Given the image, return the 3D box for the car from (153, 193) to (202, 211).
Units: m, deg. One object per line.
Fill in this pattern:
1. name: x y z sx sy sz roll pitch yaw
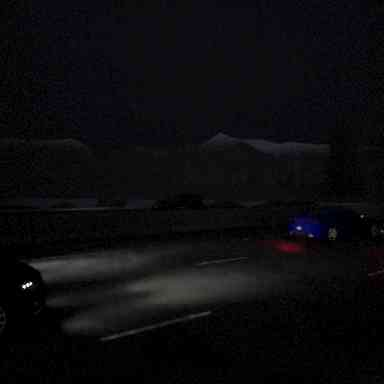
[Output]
1. car: -1.336 1.166 35.702 5.566 2.045 2.150 0 0 -28

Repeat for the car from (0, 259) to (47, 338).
1. car: -4.696 1.476 4.597 4.902 1.511 2.128 0 0 -36

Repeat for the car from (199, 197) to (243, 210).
1. car: 3.258 1.518 34.124 4.181 1.385 1.994 0 0 -27

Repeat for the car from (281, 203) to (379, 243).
1. car: 6.935 1.464 16.068 5.008 1.535 1.882 0 0 -29

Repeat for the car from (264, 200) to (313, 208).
1. car: 9.060 1.475 29.220 4.892 1.490 1.837 0 0 -25

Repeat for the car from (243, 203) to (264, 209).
1. car: 8.092 1.512 32.682 5.357 1.411 2.033 0 0 -26
